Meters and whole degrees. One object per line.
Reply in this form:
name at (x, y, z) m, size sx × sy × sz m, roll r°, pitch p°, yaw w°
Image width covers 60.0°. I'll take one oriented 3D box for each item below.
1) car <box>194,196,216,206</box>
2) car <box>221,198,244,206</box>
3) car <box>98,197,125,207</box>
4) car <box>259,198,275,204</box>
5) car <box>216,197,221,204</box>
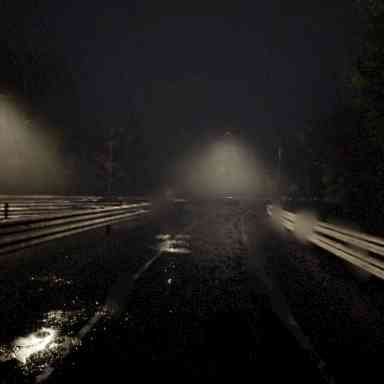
car at (2.263, 1.729, 64.516) m, size 2.097 × 1.767 × 4.553 m, roll 2°, pitch 0°, yaw 29°
car at (8.330, 1.957, 68.345) m, size 2.097 × 1.767 × 4.553 m, roll 2°, pitch 0°, yaw 29°
car at (-11.287, 1.385, 46.951) m, size 1.812 × 1.442 × 4.674 m, roll 2°, pitch 0°, yaw 29°
car at (19.856, 2.557, 89.528) m, size 2.128 × 1.511 × 4.902 m, roll 2°, pitch 0°, yaw 29°
car at (5.936, 2.000, 78.587) m, size 1.882 × 1.535 × 5.008 m, roll 2°, pitch 0°, yaw 29°
